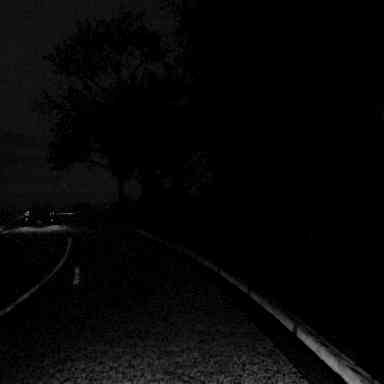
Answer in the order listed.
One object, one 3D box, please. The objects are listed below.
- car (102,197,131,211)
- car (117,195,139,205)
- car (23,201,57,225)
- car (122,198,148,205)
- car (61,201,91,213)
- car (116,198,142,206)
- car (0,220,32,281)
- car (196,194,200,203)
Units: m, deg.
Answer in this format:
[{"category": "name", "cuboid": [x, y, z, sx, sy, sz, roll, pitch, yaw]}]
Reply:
[{"category": "car", "cuboid": [-10.403, 1.810, 45.739, 1.882, 1.535, 5.008, 0, 0, 16]}, {"category": "car", "cuboid": [-13.366, 1.678, 63.601, 5.566, 2.045, 2.435, 0, 0, 16]}, {"category": "car", "cuboid": [-11.371, 1.521, 25.105, 2.097, 1.767, 4.553, -1, 0, -21]}, {"category": "car", "cuboid": [-11.790, 1.941, 69.029, 5.008, 1.535, 2.097, 0, 0, 16]}, {"category": "car", "cuboid": [-14.682, 1.900, 42.309, 1.994, 1.385, 4.181, -1, -1, 14]}, {"category": "car", "cuboid": [-12.564, 1.975, 66.309, 4.674, 1.452, 2.002, 0, 0, 16]}, {"category": "car", "cuboid": [-5.562, 1.611, 7.878, 1.994, 1.385, 4.181, 0, 0, -10]}, {"category": "car", "cuboid": [-0.443, 1.587, 63.069, 5.566, 2.045, 2.435, 0, 0, 16]}]
